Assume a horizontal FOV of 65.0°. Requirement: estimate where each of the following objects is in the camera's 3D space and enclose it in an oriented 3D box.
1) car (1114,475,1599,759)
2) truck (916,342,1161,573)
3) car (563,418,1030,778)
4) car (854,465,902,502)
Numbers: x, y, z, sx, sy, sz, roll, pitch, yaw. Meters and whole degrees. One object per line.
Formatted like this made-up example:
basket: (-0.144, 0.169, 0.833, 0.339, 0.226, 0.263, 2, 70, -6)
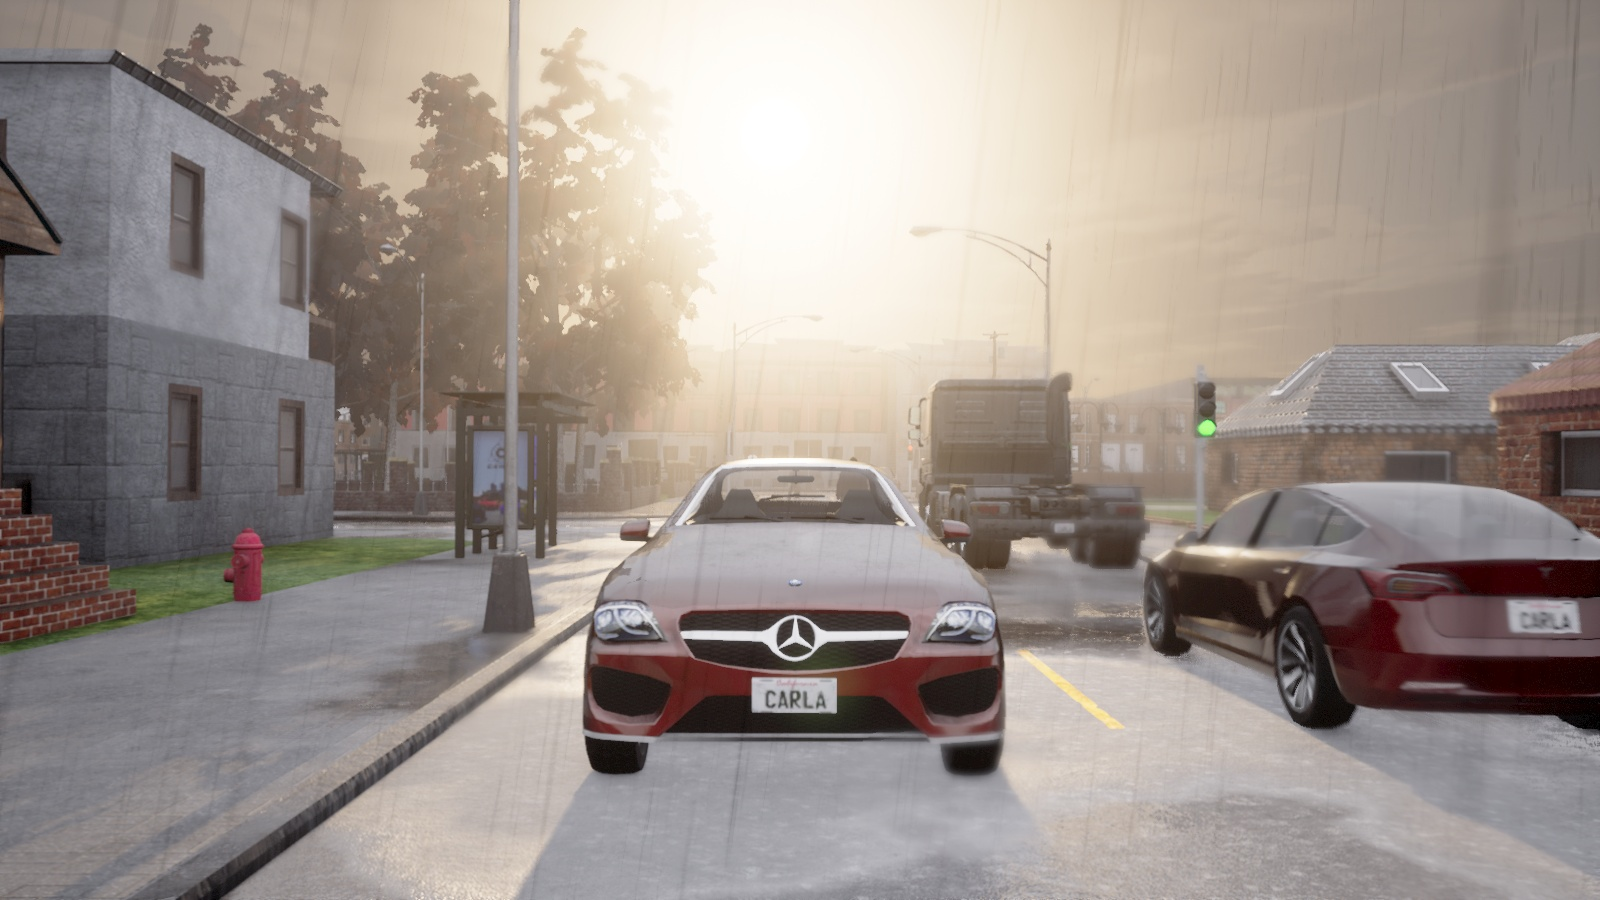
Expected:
car: (3.975, 0.940, 9.114, 2.163, 1.488, 4.792, 0, -1, 0)
truck: (3.937, 0.174, 22.805, 2.891, 3.462, 7.936, 0, -1, 0)
car: (-0.024, 0.722, 8.322, 2.152, 1.651, 5.027, 0, -1, 0)
car: (3.834, 1.641, 62.635, 2.097, 1.767, 4.553, 0, -1, 0)
